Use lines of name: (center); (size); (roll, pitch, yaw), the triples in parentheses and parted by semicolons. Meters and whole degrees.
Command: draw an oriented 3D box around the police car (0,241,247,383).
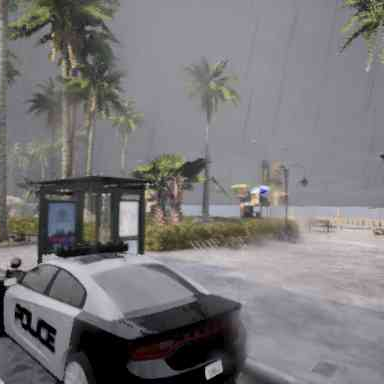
police car: (-1.613, 1.616, 5.162); (5.238, 1.638, 1.930); (-1, -3, 45)
